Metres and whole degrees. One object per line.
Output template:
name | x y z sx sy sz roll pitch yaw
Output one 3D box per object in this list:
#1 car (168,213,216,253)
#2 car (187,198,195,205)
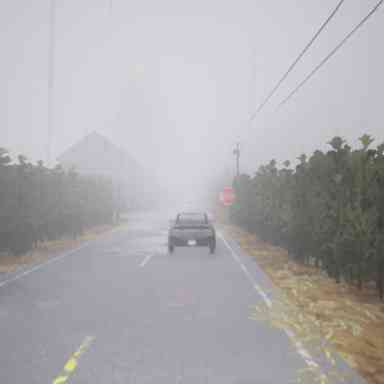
car | 0.004 1.628 14.301 2.128 1.511 4.902 0 0 0
car | -0.281 2.275 79.723 1.812 1.442 4.674 0 -1 3
